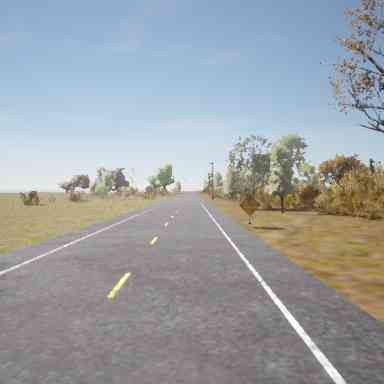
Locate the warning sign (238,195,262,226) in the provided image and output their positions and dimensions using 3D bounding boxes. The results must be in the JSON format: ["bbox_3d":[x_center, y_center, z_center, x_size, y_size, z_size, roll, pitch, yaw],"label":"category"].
[{"bbox_3d":[3.545,1.105,20.430,1.300,1.860,1.060,0,0,0],"label":"warning sign"}]
